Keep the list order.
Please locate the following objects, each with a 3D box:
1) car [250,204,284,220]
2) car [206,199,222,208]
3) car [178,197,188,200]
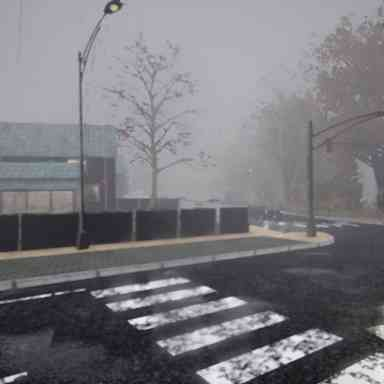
[{"bbox_3d":[6.400,1.769,30.165,1.895,1.301,4.718,-1,0,-15],"label":"car"},{"bbox_3d":[2.863,1.646,43.582,1.812,1.442,4.674,-1,0,-15],"label":"car"},{"bbox_3d":[-1.740,1.583,61.279,1.812,1.442,4.674,-1,0,-14],"label":"car"}]
